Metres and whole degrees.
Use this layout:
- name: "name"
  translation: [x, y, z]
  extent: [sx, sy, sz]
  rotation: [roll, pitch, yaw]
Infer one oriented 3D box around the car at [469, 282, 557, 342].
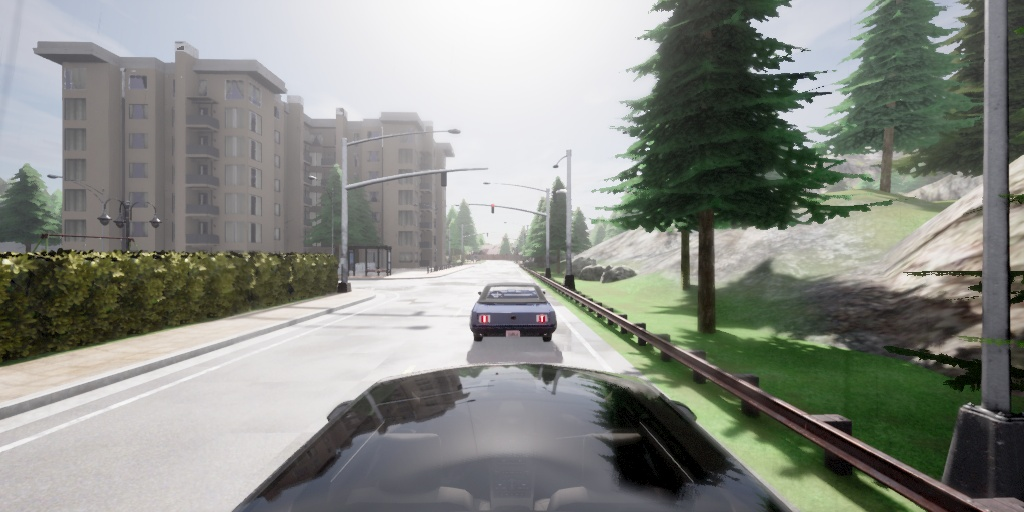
- name: "car"
  translation: [-0.003, 1.351, 9.771]
  extent: [1.895, 1.301, 4.718]
  rotation: [0, 0, -1]
